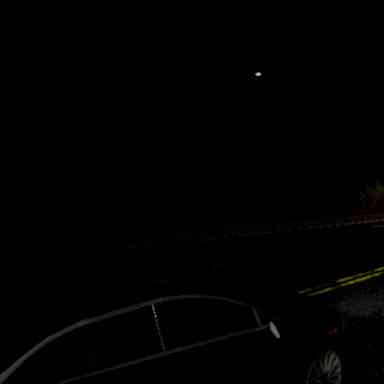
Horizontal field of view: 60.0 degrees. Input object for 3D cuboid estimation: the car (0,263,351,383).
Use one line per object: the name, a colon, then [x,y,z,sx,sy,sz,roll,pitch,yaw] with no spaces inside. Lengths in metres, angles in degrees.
car: [-0.394,1.492,3.199,4.902,1.511,2.128,0,0,-36]
